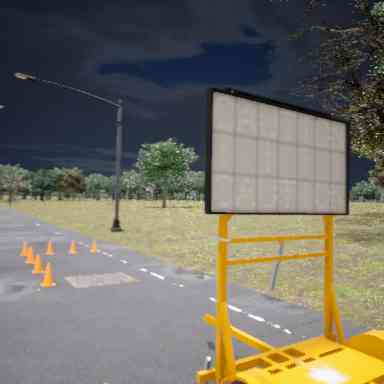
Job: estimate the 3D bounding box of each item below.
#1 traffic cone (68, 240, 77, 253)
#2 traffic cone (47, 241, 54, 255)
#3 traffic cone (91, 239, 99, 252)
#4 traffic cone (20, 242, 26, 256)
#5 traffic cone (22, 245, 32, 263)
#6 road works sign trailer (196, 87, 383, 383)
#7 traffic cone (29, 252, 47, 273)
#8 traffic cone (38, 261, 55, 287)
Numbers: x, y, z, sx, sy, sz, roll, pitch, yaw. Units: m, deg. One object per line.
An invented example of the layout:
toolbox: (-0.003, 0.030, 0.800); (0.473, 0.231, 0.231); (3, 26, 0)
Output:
traffic cone: (-5.507, 2.516, 15.399); (0.340, 0.580, 0.340); (3, -3, -32)
traffic cone: (-6.353, 2.474, 14.868); (0.340, 0.580, 0.340); (3, -3, -32)
traffic cone: (-4.661, 2.557, 15.930); (0.340, 0.580, 0.340); (3, -3, -32)
traffic cone: (-7.199, 2.433, 14.337); (0.340, 0.580, 0.340); (3, -3, -32)
traffic cone: (-6.135, 2.386, 12.644); (0.340, 0.580, 0.340); (3, -3, -32)
road works sign trailer: (1.012, 0.685, 4.193); (2.380, 3.560, 2.880); (3, -3, -32)
traffic cone: (-5.070, 2.338, 10.952); (0.340, 0.580, 0.340); (3, -3, -32)
traffic cone: (-4.005, 2.289, 9.260); (0.340, 0.580, 0.340); (3, -3, -32)
